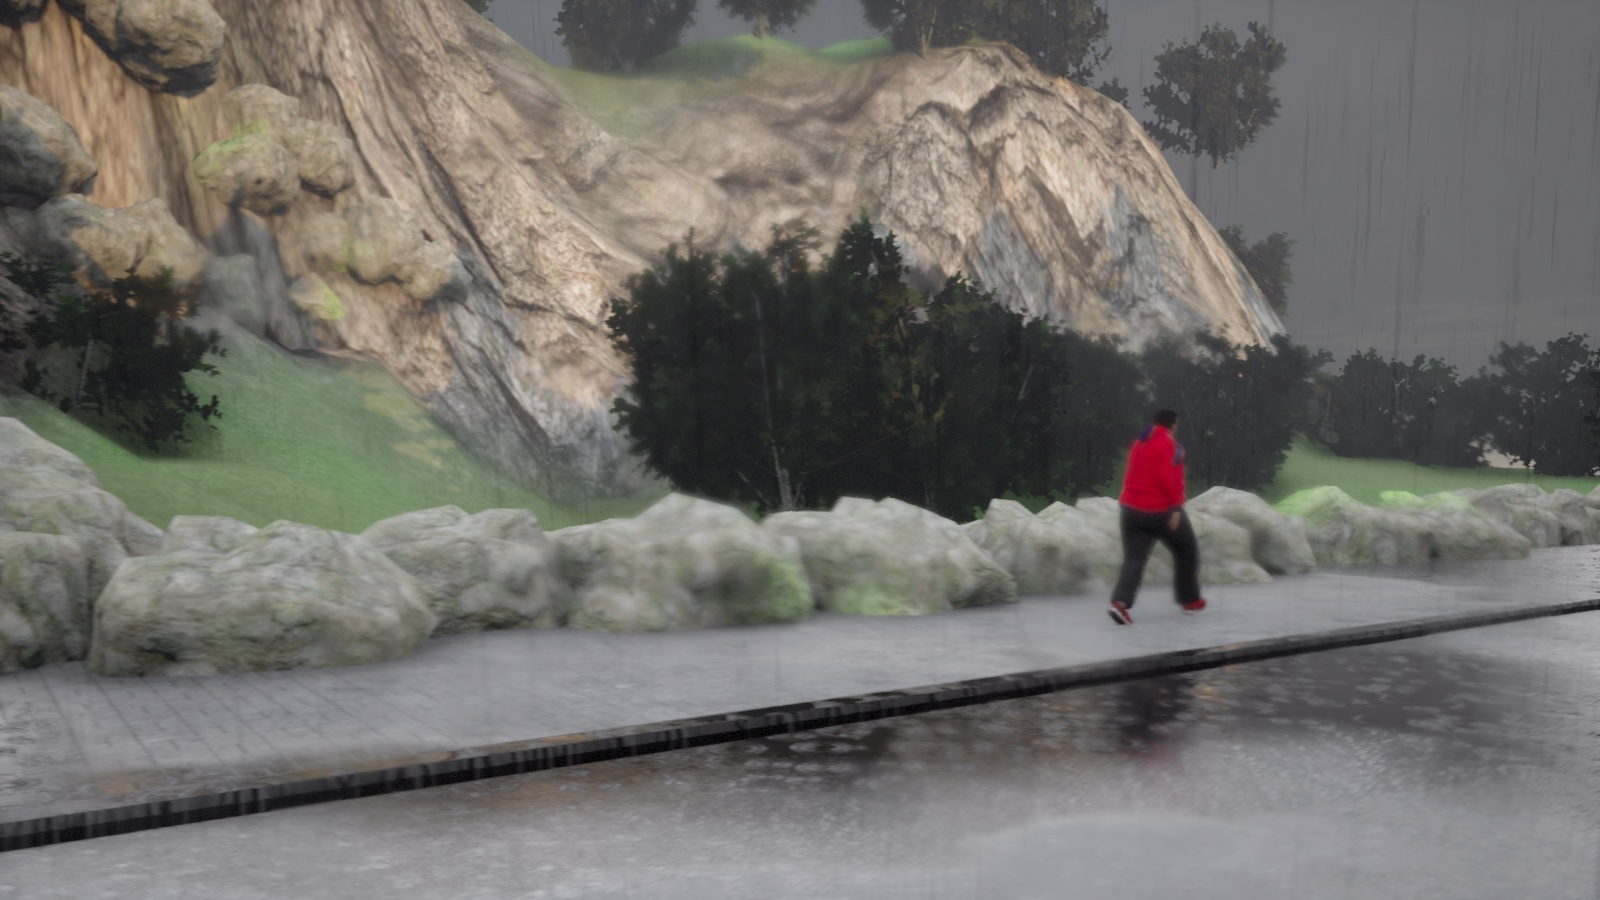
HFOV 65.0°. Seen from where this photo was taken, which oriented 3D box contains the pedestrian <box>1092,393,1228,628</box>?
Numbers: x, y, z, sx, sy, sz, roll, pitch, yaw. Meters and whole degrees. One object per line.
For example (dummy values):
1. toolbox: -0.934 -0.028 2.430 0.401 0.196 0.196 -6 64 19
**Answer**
1. pedestrian: 2.964 0.474 10.353 0.899 1.844 0.634 0 0 -32
